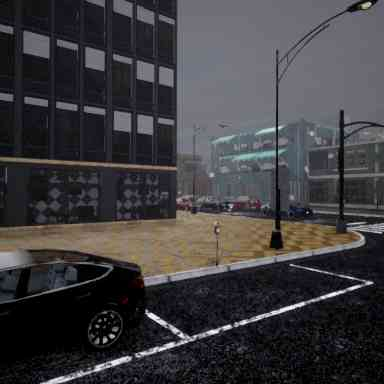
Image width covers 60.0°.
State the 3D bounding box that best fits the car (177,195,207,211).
[{"bbox_3d":[-0.728,1.231,33.712,1.802,1.307,4.206,1,0,-36],"label":"car"}]

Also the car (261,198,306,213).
[{"bbox_3d":[9.311,1.340,34.189,1.802,1.307,4.206,1,0,-36],"label":"car"}]

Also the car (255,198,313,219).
[{"bbox_3d":[7.561,1.355,26.762,1.994,1.385,4.181,0,1,-36],"label":"car"}]

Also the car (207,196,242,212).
[{"bbox_3d":[2.324,1.173,33.918,2.128,1.511,4.902,0,1,-36],"label":"car"}]

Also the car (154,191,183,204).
[{"bbox_3d":[-3.794,0.794,52.085,2.192,1.841,5.009,1,0,-36],"label":"car"}]

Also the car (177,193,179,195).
[{"bbox_3d":[-3.099,1.131,41.329,1.994,1.385,4.181,0,1,-36],"label":"car"}]

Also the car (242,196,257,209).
[{"bbox_3d":[6.035,1.130,38.665,1.967,1.590,4.097,1,0,-36],"label":"car"}]

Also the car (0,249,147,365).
[{"bbox_3d":[-2.715,1.566,4.618,4.313,1.339,1.947,0,0,-35],"label":"car"}]
